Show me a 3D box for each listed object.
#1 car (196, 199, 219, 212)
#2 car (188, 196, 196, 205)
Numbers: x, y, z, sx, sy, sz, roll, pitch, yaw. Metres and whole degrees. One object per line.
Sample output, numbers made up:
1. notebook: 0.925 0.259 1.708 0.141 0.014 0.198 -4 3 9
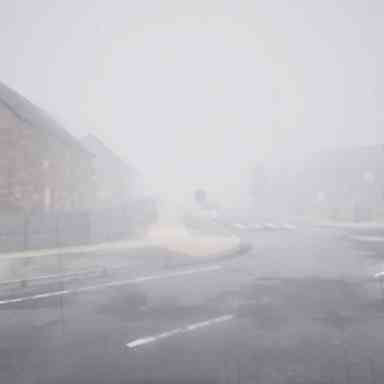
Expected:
1. car: 1.938 1.576 39.604 1.994 1.385 4.181 1 0 -4
2. car: 0.355 1.534 60.313 1.812 1.442 4.674 1 0 -4
